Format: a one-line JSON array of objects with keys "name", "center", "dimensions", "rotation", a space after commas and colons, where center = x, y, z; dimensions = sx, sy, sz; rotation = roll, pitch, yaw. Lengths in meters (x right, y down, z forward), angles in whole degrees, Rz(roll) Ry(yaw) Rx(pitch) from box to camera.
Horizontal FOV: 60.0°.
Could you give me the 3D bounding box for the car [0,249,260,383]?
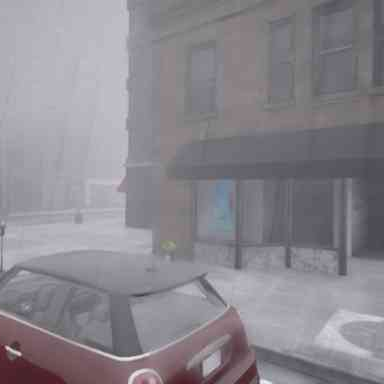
[{"name": "car", "center": [-1.415, 1.414, 3.862], "dimensions": [4.097, 1.590, 1.967], "rotation": [1, 0, 36]}]
